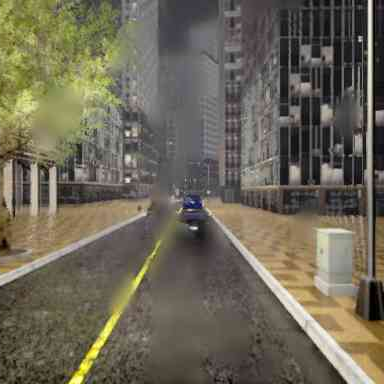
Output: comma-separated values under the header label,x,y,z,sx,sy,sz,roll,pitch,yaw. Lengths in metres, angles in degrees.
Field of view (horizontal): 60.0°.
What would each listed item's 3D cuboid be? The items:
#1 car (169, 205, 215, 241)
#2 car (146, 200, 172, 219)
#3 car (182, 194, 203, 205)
label,x,y,z,sx,sy,sz,roll,pitch,yaw
car,0.090,1.570,16.723,1.994,1.385,4.181,0,0,0
car,-2.850,1.527,29.084,1.837,1.490,4.892,0,0,0
car,0.075,1.258,38.265,2.150,2.045,5.566,0,0,0
